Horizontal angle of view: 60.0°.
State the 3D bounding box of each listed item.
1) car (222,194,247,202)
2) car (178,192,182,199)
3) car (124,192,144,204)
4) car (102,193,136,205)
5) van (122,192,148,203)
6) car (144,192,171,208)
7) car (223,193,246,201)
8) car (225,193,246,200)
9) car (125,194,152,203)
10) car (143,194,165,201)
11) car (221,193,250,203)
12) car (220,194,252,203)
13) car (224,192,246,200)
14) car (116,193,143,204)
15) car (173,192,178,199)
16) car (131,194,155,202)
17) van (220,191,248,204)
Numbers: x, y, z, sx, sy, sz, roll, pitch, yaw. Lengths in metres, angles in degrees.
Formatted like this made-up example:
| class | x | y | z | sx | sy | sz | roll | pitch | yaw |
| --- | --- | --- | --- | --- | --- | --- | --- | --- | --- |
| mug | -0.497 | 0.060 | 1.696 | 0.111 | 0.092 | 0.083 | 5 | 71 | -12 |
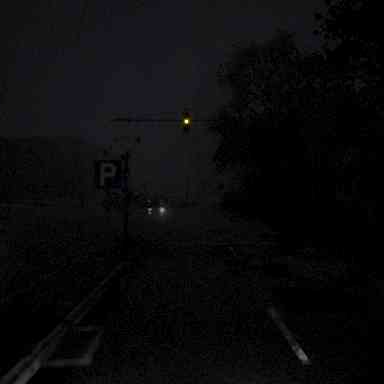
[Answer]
| class | x | y | z | sx | sy | sz | roll | pitch | yaw |
| --- | --- | --- | --- | --- | --- | --- | --- | --- | --- |
| car | 8.491 | 1.195 | 66.437 | 4.674 | 1.452 | 2.002 | 1 | 0 | -13 |
| car | -5.891 | 1.041 | 93.830 | 4.553 | 1.767 | 2.185 | -1 | 0 | -10 |
| car | -10.989 | 1.225 | 54.969 | 5.366 | 1.575 | 1.946 | -1 | 0 | -15 |
| car | -11.624 | 1.272 | 51.975 | 4.792 | 1.488 | 2.163 | -1 | 0 | -15 |
| van | -10.450 | 0.994 | 60.962 | 4.442 | 1.987 | 1.878 | -1 | 0 | -14 |
| car | -4.363 | 1.090 | 42.915 | 2.097 | 1.767 | 4.553 | 0 | 0 | 4 |
| car | 9.211 | 1.016 | 72.307 | 4.553 | 1.767 | 2.185 | 1 | 0 | -12 |
| car | 10.917 | 1.143 | 84.022 | 4.792 | 1.488 | 2.163 | 0 | 1 | -11 |
| car | -10.232 | 1.218 | 63.934 | 4.892 | 1.521 | 2.231 | -1 | 0 | -14 |
| car | -8.711 | 1.238 | 75.919 | 4.674 | 1.452 | 2.002 | -1 | 0 | -12 |
| car | 7.469 | 1.048 | 57.601 | 4.553 | 1.767 | 2.185 | 1 | 0 | -14 |
| car | 7.995 | 1.167 | 60.597 | 5.366 | 1.575 | 1.946 | 1 | 0 | -13 |
| car | 10.092 | 1.003 | 78.179 | 4.553 | 1.767 | 2.185 | 1 | 0 | -11 |
| car | -10.905 | 1.101 | 57.921 | 4.553 | 1.767 | 2.185 | -1 | 0 | -14 |
| car | -6.914 | 1.177 | 87.870 | 5.008 | 1.535 | 2.097 | -1 | 0 | -11 |
| car | -9.869 | 1.252 | 66.931 | 4.674 | 1.452 | 2.002 | -1 | 0 | -13 |
| van | 7.095 | 0.954 | 54.630 | 4.442 | 1.987 | 1.878 | 1 | 0 | -14 |
